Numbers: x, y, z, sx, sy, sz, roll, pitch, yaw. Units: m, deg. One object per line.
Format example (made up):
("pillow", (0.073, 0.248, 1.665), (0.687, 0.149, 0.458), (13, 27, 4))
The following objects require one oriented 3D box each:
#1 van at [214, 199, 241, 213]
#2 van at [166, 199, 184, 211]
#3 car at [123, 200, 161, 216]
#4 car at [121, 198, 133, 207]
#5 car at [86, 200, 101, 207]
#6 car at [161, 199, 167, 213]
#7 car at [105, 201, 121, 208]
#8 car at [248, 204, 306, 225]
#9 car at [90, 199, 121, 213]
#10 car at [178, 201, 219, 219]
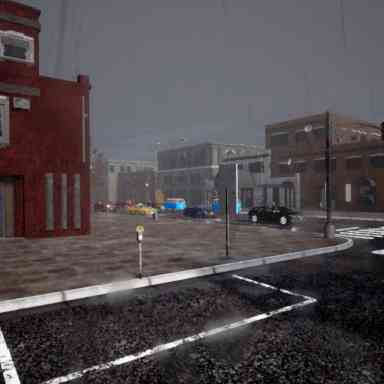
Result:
("van", (4.040, 1.708, 39.672), (1.690, 1.788, 3.998), (-2, 0, -36))
("van", (-2.631, 1.869, 48.814), (1.690, 1.788, 3.998), (-2, 0, -36))
("car", (-5.958, 2.048, 39.221), (1.752, 1.417, 4.829), (-2, 0, -36))
("car", (-12.640, 2.085, 62.530), (2.192, 1.841, 5.009), (-2, 0, -36))
("car", (-22.640, 2.595, 76.246), (1.802, 1.307, 4.206), (-2, 0, -36))
("car", (-5.613, 2.046, 43.124), (1.837, 1.490, 4.892), (-1, -1, -36))
("car", (-15.968, 2.433, 67.102), (1.802, 1.307, 4.206), (-2, 0, -36))
("car", (6.608, 1.750, 26.353), (1.837, 1.490, 4.892), (-1, 0, -36))
("car", (-12.735, 2.001, 48.501), (2.192, 1.841, 5.009), (-2, 0, -36))
("car", (0.785, 1.950, 34.354), (1.994, 1.385, 4.181), (-1, 0, -35))
